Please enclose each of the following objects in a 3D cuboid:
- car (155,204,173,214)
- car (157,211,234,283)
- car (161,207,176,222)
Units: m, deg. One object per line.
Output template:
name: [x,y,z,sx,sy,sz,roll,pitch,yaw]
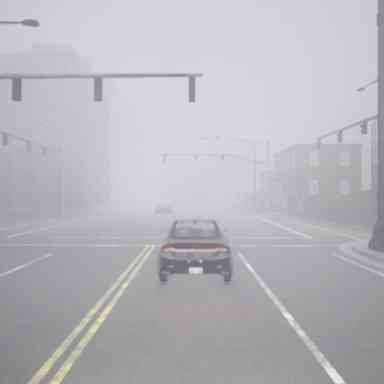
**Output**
car: [-3.592,2.280,42.964,1.994,1.385,4.181,0,-5,0]
car: [0.085,1.543,9.804,2.128,1.511,4.902,0,0,0]
car: [-3.590,3.578,52.093,1.882,1.535,5.008,0,-12,0]
